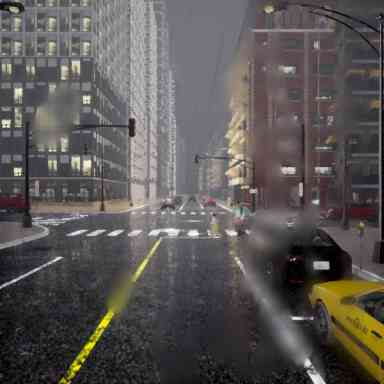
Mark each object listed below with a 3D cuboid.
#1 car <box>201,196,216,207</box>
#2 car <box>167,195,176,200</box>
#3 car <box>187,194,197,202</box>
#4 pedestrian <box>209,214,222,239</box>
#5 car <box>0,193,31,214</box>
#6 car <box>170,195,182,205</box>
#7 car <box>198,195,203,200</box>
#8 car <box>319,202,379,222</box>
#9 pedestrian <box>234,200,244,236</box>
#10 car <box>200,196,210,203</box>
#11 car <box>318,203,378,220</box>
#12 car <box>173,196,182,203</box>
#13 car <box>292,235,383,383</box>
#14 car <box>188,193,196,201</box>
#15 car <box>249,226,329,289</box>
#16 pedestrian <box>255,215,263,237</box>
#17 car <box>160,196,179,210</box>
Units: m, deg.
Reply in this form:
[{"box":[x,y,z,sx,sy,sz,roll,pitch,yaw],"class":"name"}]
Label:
[{"box":[2.747,1.596,51.023,1.802,1.307,4.206,0,0,0],"class":"car"},{"box":[-5.680,1.599,92.183,2.008,1.369,4.403,0,0,0],"class":"car"},{"box":[0.008,1.547,73.621,1.812,1.442,4.674,0,0,0],"class":"car"},{"box":[1.115,1.575,15.858,0.375,1.300,0.375,0,0,0],"class":"pedestrian"},{"box":[-17.690,1.030,31.063,5.009,1.841,2.192,1,-1,0],"class":"car"},{"box":[-3.079,1.581,55.358,1.994,1.385,4.181,0,0,0],"class":"car"},{"box":[2.698,1.574,63.940,2.008,1.369,4.403,0,0,0],"class":"car"},{"box":[13.458,1.635,28.724,4.553,1.767,2.097,1,0,0],"class":"car"},{"box":[2.438,1.295,17.059,0.375,1.860,0.375,0,0,0],"class":"pedestrian"},{"box":[2.699,1.578,69.588,2.008,1.369,4.403,0,0,0],"class":"car"},{"box":[14.646,1.837,31.338,4.829,1.417,1.752,1,-1,0],"class":"car"},{"box":[-2.992,1.531,69.475,1.837,1.490,4.892,0,0,0],"class":"car"},{"box":[2.693,1.525,3.486,1.752,1.417,4.829,0,0,0],"class":"car"},{"box":[0.009,1.227,83.594,2.097,1.767,4.553,0,0,0],"class":"car"},{"box":[2.693,1.566,8.999,1.947,1.339,4.313,0,0,0],"class":"car"},{"box":[3.356,1.295,16.457,0.375,1.860,0.375,0,0,0],"class":"pedestrian"},{"box":[-3.114,1.557,43.290,2.033,1.411,5.357,0,0,-4],"class":"car"}]
